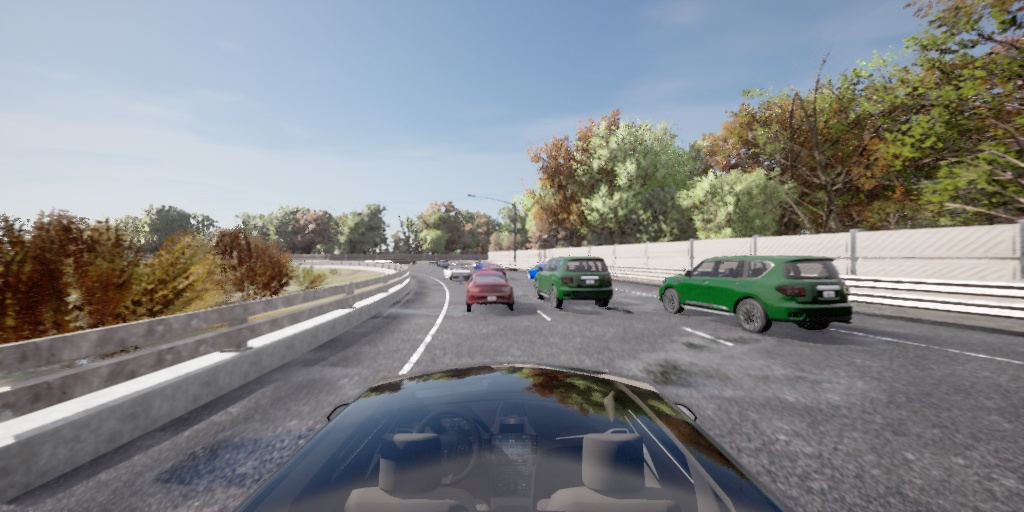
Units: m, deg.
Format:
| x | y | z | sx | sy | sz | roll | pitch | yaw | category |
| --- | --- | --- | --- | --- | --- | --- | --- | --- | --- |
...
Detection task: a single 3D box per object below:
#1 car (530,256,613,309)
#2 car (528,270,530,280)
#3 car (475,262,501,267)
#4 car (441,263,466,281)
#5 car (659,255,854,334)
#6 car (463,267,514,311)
| x | y | z | sx | sy | sz | roll | pitch | yaw | category |
| --- | --- | --- | --- | --- | --- | --- | --- | --- | --- |
| 2.456 | 1.045 | 15.566 | 2.150 | 2.045 | 5.566 | 0 | 0 | -8 | car |
| 2.809 | 1.385 | 30.487 | 1.882 | 1.535 | 5.008 | 0 | -1 | -15 | car |
| -1.946 | 1.462 | 34.460 | 1.812 | 1.442 | 4.674 | 0 | 0 | -18 | car |
| -5.088 | 1.534 | 32.912 | 1.895 | 1.301 | 4.718 | 0 | 0 | -18 | car |
| 6.942 | 1.012 | 11.067 | 2.150 | 2.045 | 5.566 | 0 | 0 | -11 | car |
| -1.012 | 1.352 | 14.951 | 1.812 | 1.442 | 4.674 | 0 | 0 | -7 | car |
